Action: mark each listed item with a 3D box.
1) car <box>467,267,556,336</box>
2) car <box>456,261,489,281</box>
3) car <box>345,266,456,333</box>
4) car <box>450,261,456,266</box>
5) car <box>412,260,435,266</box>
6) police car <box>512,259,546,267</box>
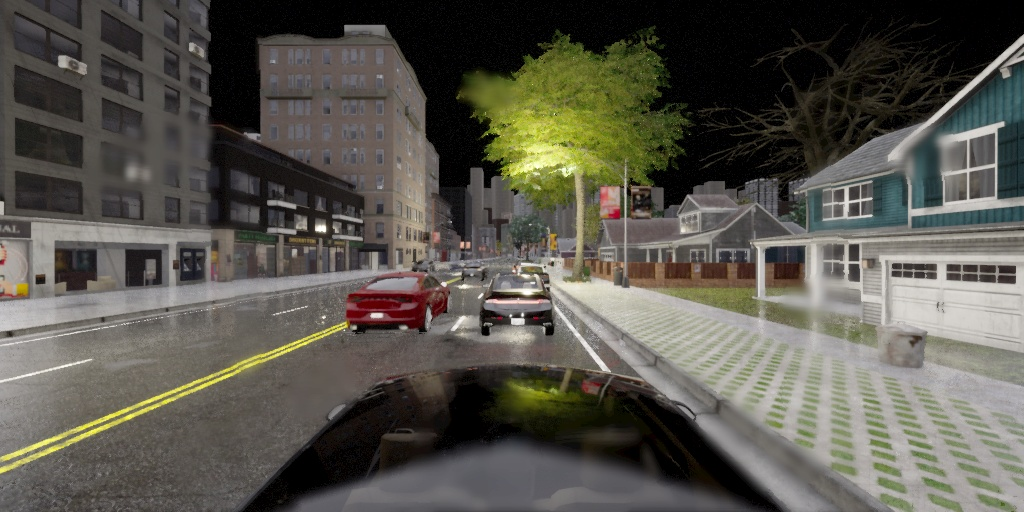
[{"bbox_3d":[0.138,1.238,10.384,2.128,1.511,4.902,0,0,0],"label":"car"},{"bbox_3d":[-3.025,1.222,29.768,2.128,1.511,4.902,0,0,0],"label":"car"},{"bbox_3d":[-3.110,1.224,10.750,1.882,1.535,5.008,0,0,0],"label":"car"},{"bbox_3d":[-6.411,1.263,44.197,2.033,1.411,5.357,0,0,0],"label":"car"},{"bbox_3d":[-9.682,1.225,39.454,1.837,1.490,4.892,0,0,0],"label":"car"},{"bbox_3d":[1.059,1.164,20.633,1.930,1.638,5.238,0,0,0],"label":"police car"}]
